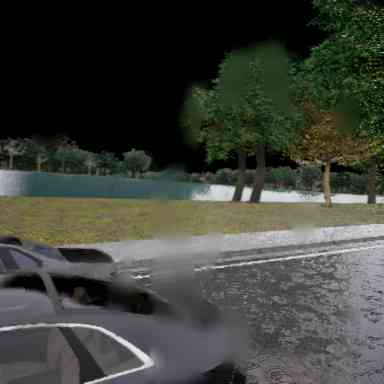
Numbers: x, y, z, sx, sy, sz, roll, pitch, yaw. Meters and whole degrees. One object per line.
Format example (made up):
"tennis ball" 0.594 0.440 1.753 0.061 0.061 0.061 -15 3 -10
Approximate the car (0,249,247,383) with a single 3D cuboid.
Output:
"car" -1.902 1.411 2.088 4.892 1.490 1.837 1 1 -30

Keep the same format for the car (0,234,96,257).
"car" -3.726 1.361 4.786 5.357 1.411 2.033 1 1 -30
